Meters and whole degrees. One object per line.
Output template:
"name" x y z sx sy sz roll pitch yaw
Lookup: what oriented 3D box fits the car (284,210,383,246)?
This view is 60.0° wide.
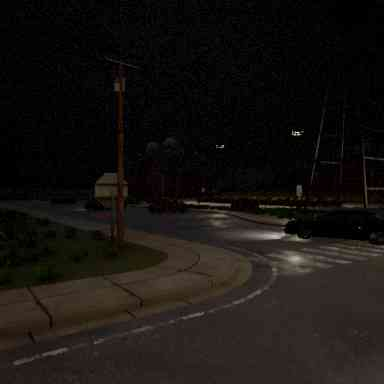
"car" 7.077 1.546 15.230 5.357 1.411 2.033 0 0 36

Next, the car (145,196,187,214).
"car" -2.629 1.504 35.713 4.193 1.474 1.816 0 0 -36

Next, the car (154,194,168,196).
"car" -6.364 1.307 62.309 4.605 1.855 1.932 0 0 -36

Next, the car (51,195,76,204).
"car" -25.337 1.478 65.798 4.611 1.667 2.242 0 0 -36

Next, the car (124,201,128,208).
"car" -11.047 1.311 46.259 3.866 1.878 1.905 0 0 -36

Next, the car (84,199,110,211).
"car" -11.481 1.524 40.162 1.812 1.442 4.674 0 0 -37

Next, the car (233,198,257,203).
"car" 7.051 1.517 44.270 3.905 1.438 1.784 0 0 -36
